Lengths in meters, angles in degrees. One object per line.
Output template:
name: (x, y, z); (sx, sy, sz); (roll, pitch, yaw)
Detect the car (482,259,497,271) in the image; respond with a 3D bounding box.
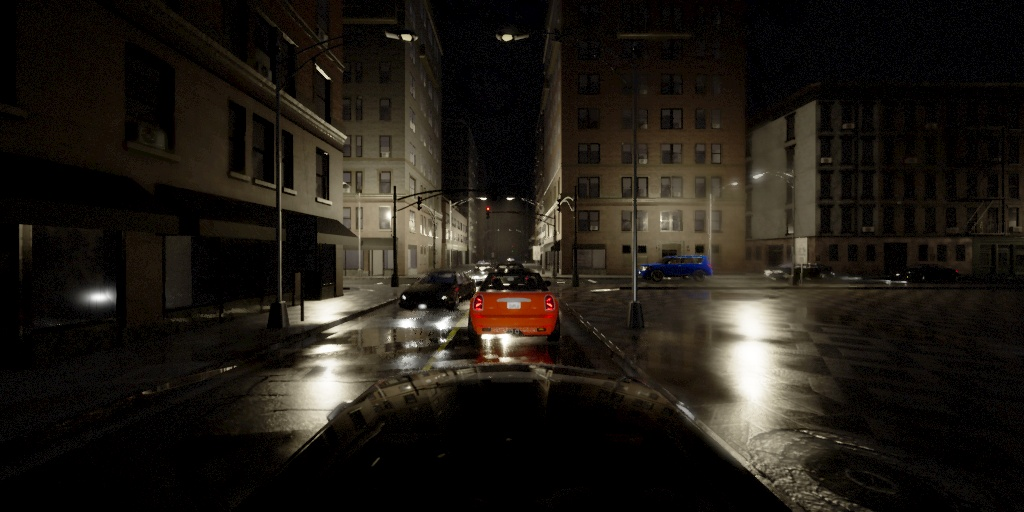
car: (-3.247, 1.251, 51.542); (1.837, 1.490, 4.892); (0, 0, 0)

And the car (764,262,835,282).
car: (22.979, 1.246, 28.767); (4.902, 1.511, 2.128); (0, 0, -1)

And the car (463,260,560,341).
car: (0.046, 1.102, 9.980); (2.097, 1.767, 4.553); (0, 0, 0)

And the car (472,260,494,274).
car: (-3.229, 1.238, 41.295); (2.128, 1.511, 4.902); (0, 0, 0)

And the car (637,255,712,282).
car: (12.957, 0.974, 28.663); (5.566, 2.045, 2.150); (0, 0, -1)

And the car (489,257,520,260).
car: (-0.185, 1.101, 18.901); (2.097, 1.767, 4.553); (0, 0, -3)

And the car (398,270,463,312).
car: (-2.754, 1.297, 14.575); (2.033, 1.411, 5.357); (0, 0, 5)

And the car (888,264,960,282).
car: (33.034, 1.319, 28.851); (4.181, 1.385, 1.994); (0, 0, 0)
